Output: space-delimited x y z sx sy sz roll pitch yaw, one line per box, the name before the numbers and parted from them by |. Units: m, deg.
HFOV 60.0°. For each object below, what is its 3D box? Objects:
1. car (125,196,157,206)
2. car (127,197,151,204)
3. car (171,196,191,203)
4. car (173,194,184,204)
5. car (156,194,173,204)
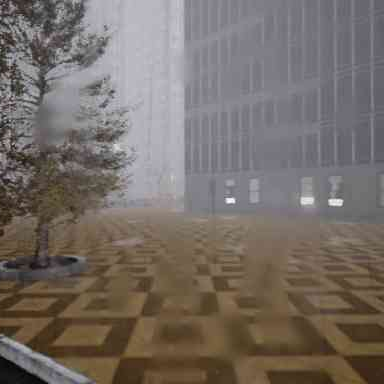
car | -8.454 1.686 55.575 1.802 1.307 4.206 0 1 44
car | -10.447 1.671 65.517 1.947 1.339 4.313 0 1 44
car | -2.484 1.601 73.646 1.947 1.339 4.313 0 1 44
car | -0.493 1.349 63.701 2.192 1.841 5.009 0 1 44
car | -6.091 1.349 66.130 2.150 2.045 5.566 0 0 44
